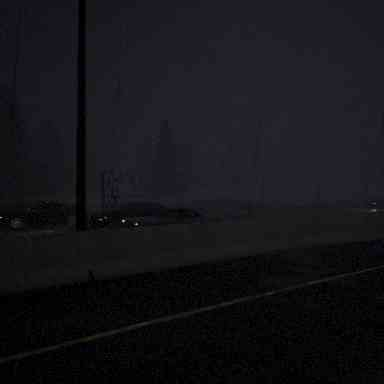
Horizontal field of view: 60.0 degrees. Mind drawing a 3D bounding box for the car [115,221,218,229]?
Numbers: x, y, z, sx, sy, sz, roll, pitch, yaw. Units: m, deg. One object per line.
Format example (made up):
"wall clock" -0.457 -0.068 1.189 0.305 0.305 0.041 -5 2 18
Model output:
"car" -0.975 1.442 15.976 4.718 1.301 1.895 0 1 -33
